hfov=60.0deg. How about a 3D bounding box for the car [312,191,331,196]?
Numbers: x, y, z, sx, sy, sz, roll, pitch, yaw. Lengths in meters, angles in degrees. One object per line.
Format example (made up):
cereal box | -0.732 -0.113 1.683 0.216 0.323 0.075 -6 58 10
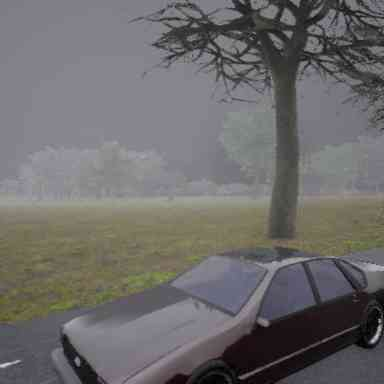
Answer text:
car | 35.203 0.365 88.669 2.128 1.511 4.902 2 -2 -35

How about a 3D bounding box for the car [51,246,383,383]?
car | 1.001 1.548 4.705 5.357 1.411 2.033 0 0 -35
